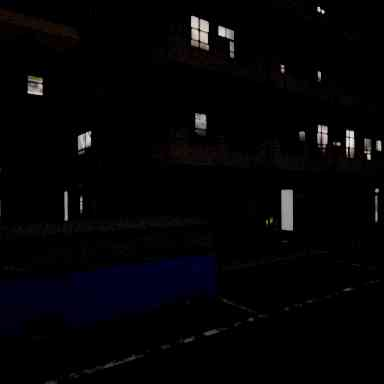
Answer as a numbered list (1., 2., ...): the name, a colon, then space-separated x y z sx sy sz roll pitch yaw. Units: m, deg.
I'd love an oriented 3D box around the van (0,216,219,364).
1. van: -1.431 1.341 5.550 3.998 1.788 1.690 0 0 -35
